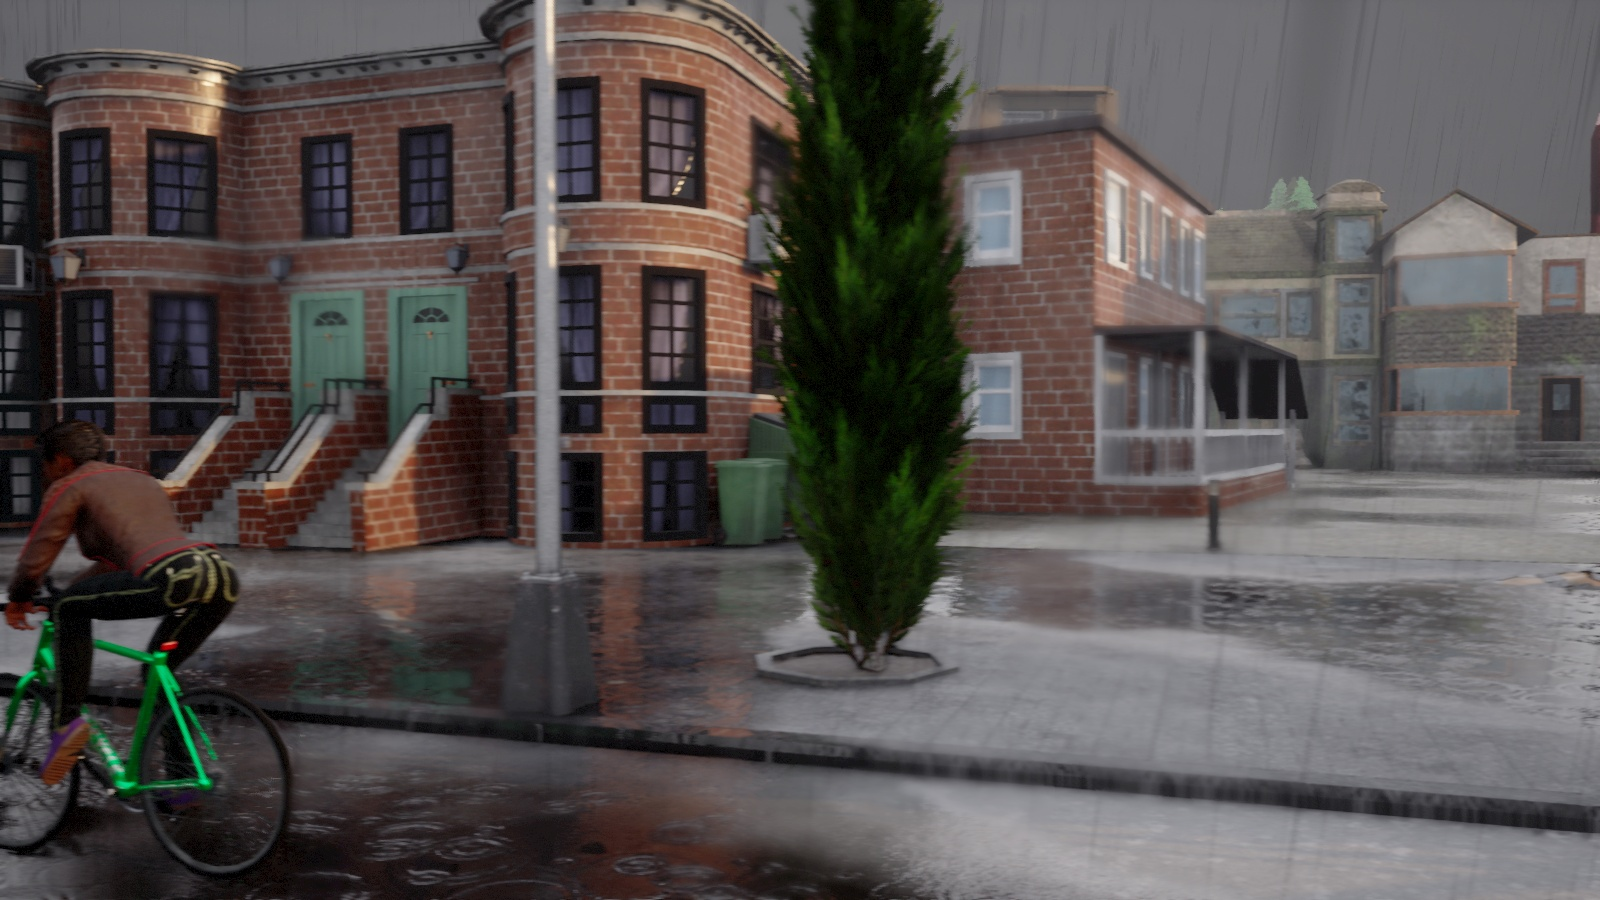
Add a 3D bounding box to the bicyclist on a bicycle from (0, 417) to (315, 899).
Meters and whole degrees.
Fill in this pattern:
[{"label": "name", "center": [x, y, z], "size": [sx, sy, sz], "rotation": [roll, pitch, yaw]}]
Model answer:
[{"label": "bicyclist on a bicycle", "center": [-2.669, 0.695, 4.616], "size": [1.656, 1.620, 0.582], "rotation": [0, 1, 19]}]
